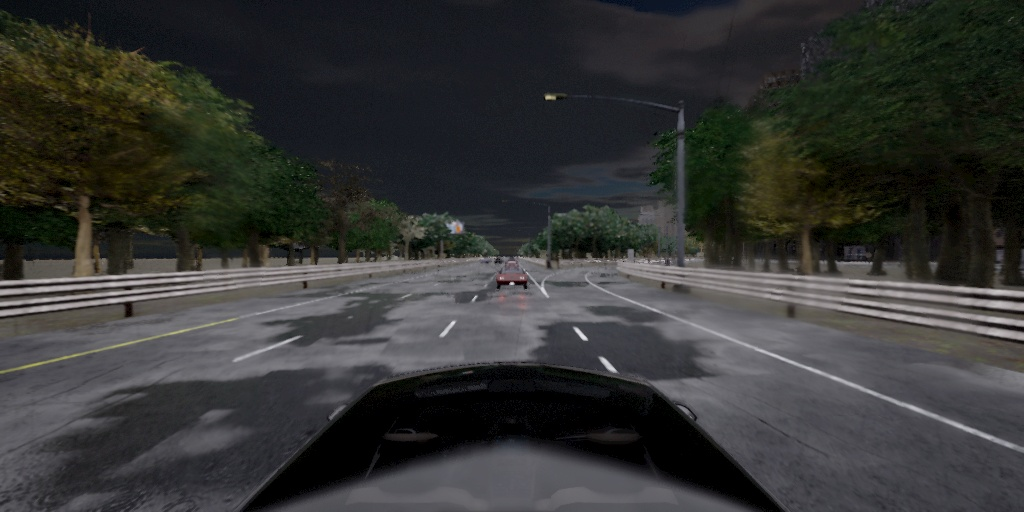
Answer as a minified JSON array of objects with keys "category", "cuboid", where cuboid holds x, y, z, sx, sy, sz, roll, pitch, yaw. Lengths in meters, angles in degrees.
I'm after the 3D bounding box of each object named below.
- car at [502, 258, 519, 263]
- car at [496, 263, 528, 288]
[{"category":"car","cuboid":[0.004,1.257,47.540,1.812,1.442,4.674,0,0,0]},{"category":"car","cuboid":[0.001,1.342,23.375,1.895,1.301,4.718,0,0,0]}]
